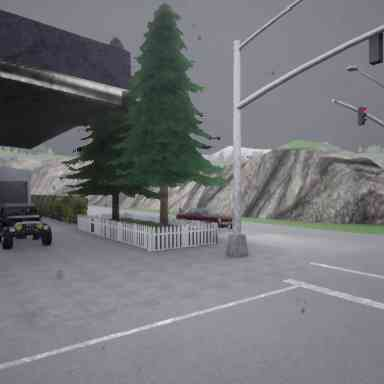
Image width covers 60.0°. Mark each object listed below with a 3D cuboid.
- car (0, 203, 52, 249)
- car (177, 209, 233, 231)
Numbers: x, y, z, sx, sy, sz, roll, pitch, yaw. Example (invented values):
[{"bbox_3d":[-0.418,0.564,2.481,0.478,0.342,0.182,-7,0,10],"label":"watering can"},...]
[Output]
[{"bbox_3d":[-8.062,1.505,15.793,1.905,1.878,3.866,0,0,-37],"label":"car"},{"bbox_3d":[0.996,1.792,22.088,1.895,1.301,4.718,0,0,-36],"label":"car"}]
